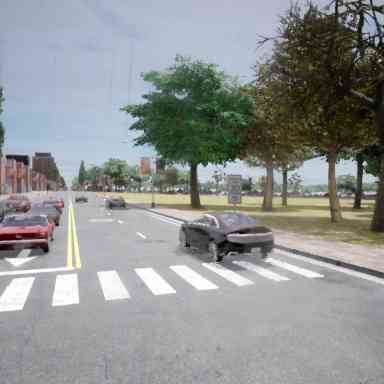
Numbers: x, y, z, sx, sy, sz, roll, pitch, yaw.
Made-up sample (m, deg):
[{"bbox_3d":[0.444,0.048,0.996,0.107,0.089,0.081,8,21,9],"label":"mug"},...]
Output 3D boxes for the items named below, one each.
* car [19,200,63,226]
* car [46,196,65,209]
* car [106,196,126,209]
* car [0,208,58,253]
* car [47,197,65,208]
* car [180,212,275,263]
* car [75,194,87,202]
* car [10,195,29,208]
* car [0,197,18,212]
[{"bbox_3d":[-9.621,1.432,21.532,1.994,1.385,4.181,0,1,-20],"label":"car"},{"bbox_3d":[-16.538,1.235,40.509,1.895,1.301,4.718,0,1,-20],"label":"car"},{"bbox_3d":[-9.019,1.170,39.283,2.128,1.511,4.902,0,1,-20],"label":"car"},{"bbox_3d":[-6.583,1.546,13.269,1.895,1.301,4.718,0,0,-20],"label":"car"},{"bbox_3d":[-13.048,1.354,30.922,1.895,1.301,4.718,0,1,-20],"label":"car"},{"bbox_3d":[1.029,1.462,11.982,2.128,1.511,4.902,0,0,-20],"label":"car"},{"bbox_3d":[-18.799,1.058,56.451,1.895,1.301,4.718,0,1,-20],"label":"car"},{"bbox_3d":[-17.104,1.070,32.588,2.097,1.767,4.553,0,1,-20],"label":"car"},{"bbox_3d":[-13.612,1.343,22.985,1.837,1.490,4.892,0,1,-20],"label":"car"}]
